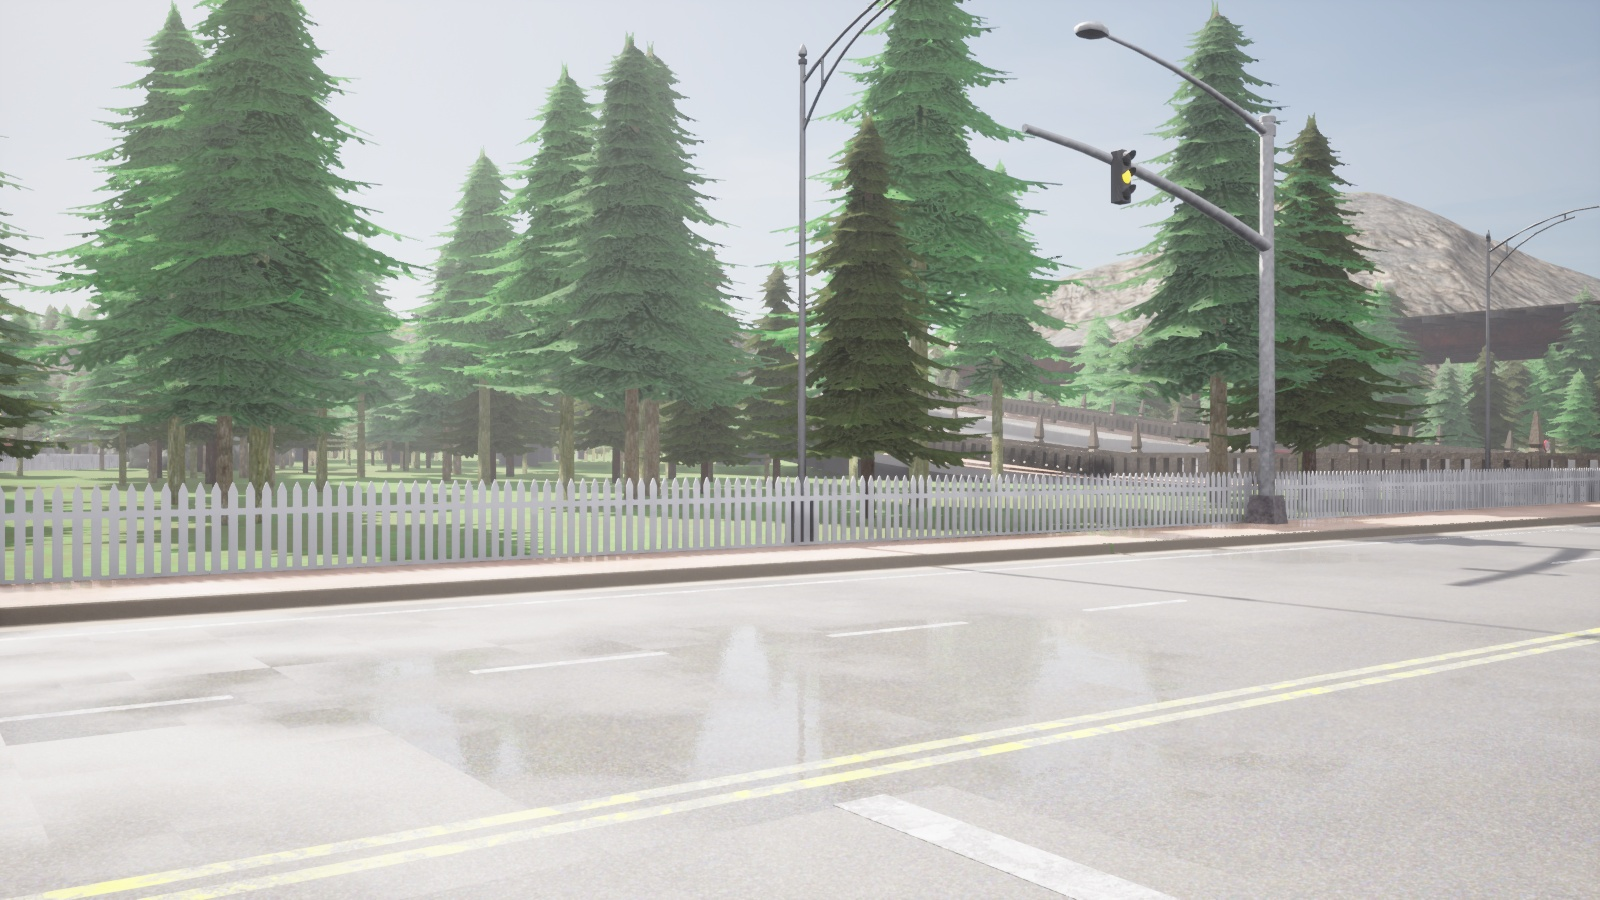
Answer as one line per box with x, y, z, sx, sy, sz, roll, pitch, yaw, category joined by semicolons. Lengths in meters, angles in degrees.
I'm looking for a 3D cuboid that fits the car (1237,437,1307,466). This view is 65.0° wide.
29.843;0.087;79.502;1.789;1.549;3.705;0;5;-36;car
